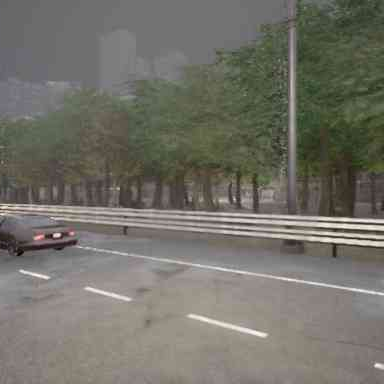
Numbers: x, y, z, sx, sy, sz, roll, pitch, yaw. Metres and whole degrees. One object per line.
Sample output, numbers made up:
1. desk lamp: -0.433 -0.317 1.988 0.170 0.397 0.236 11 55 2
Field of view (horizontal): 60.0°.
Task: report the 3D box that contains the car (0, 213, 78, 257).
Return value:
1. car: -6.707 1.551 12.943 5.357 1.411 2.033 0 0 35
